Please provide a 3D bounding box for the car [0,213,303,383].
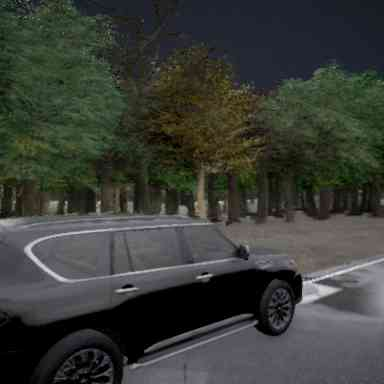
[{"bbox_3d":[-0.575,1.339,5.086,5.566,2.045,2.150,0,-1,-40],"label":"car"}]
